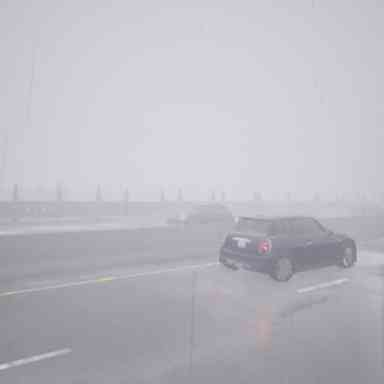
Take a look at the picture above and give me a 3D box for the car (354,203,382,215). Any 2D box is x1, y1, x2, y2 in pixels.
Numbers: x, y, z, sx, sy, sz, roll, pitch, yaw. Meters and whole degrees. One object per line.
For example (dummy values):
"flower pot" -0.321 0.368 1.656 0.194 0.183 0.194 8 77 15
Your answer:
"car" 21.428 2.124 40.683 4.892 1.490 1.837 2 -1 -35

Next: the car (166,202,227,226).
"car" 0.549 1.531 21.566 4.553 1.767 2.097 1 -1 -35

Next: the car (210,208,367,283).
"car" 3.065 1.467 10.219 4.553 1.767 2.097 1 -1 -36
